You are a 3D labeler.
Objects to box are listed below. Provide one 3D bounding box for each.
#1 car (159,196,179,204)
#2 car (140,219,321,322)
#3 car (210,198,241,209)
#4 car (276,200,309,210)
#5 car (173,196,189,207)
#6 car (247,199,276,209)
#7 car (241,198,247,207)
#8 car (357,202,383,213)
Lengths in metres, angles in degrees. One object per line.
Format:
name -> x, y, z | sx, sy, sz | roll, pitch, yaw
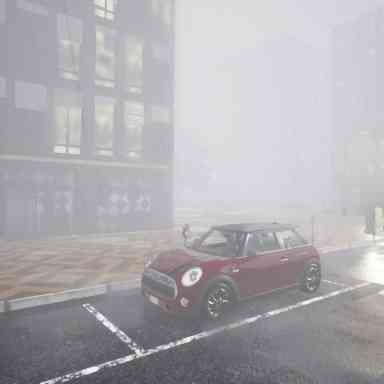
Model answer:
car -> -5.250, 1.724, 74.611 | 2.192, 1.841, 5.009 | 1, -1, -35
car -> 0.932, 1.442, 7.218 | 4.097, 1.590, 1.967 | 0, 1, -36
car -> 4.315, 1.677, 46.638 | 2.008, 1.369, 4.403 | 1, -1, -35
car -> 14.433, 1.806, 46.856 | 1.802, 1.307, 4.206 | 1, -1, -35
car -> -2.247, 1.732, 55.889 | 1.887, 1.381, 4.507 | 1, -1, -35
car -> 11.153, 1.799, 51.482 | 1.887, 1.381, 4.507 | 1, -1, -35
car -> 7.872, 1.725, 56.108 | 1.967, 1.590, 4.097 | 1, -1, -35
car -> 20.995, 1.730, 37.606 | 1.947, 1.339, 4.313 | 1, -1, -35
